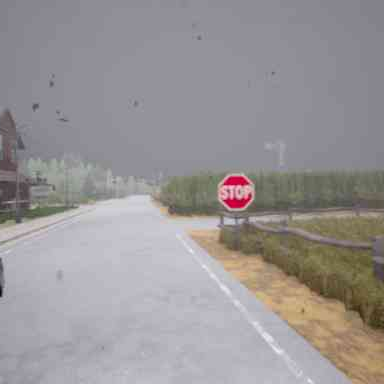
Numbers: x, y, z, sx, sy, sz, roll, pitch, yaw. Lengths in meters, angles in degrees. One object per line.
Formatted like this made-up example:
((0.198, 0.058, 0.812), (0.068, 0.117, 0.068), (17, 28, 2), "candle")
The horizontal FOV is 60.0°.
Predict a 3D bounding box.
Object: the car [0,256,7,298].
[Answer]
((-4.316, 1.562, 4.377), (2.128, 1.511, 4.902), (-1, 0, -5), "car")
